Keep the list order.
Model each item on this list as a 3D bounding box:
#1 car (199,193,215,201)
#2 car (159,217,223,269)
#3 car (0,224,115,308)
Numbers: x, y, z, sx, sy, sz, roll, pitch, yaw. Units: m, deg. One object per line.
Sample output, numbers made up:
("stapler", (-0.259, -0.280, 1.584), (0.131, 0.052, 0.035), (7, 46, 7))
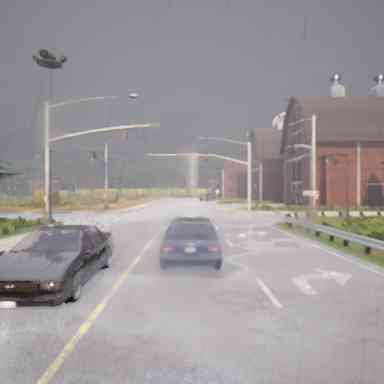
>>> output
("car", (3.574, 1.172, 78.953), (1.905, 1.878, 3.866), (-8, 3, -43))
("car", (-0.032, 1.552, 11.155), (2.033, 1.411, 5.357), (0, 0, 0))
("car", (-3.279, 1.565, 8.444), (2.033, 1.411, 5.357), (0, 0, -2))
